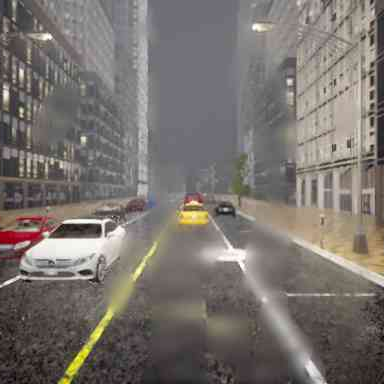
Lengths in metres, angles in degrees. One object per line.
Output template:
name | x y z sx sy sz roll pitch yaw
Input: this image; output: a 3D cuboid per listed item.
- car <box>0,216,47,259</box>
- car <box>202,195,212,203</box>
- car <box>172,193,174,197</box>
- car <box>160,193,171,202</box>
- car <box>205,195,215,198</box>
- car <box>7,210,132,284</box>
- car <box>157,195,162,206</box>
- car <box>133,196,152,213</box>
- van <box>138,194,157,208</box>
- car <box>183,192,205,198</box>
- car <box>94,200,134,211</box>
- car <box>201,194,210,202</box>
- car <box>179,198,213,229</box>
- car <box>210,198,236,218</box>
car | -5.671 1.532 11.767 1.802 1.307 4.206 0 0 0
car | 2.774 1.292 62.972 1.802 1.307 4.206 0 0 0
car | -5.592 1.220 74.382 1.947 1.339 4.313 0 0 0
car | -5.606 1.151 62.996 1.967 1.590 4.097 0 0 0
car | 2.761 1.206 51.588 1.967 1.590 4.097 0 0 0
car | -3.087 1.484 9.614 1.812 1.442 4.674 0 0 0
car | -5.628 1.376 45.922 1.802 1.307 4.206 0 0 0
car | -5.642 1.392 34.537 1.887 1.381 4.507 0 0 0
van | -5.634 1.162 40.229 1.690 1.788 3.998 0 0 0
car | 0.149 1.041 40.574 2.150 2.045 5.566 0 0 0
car | -5.657 1.450 23.153 2.008 1.369 4.403 0 0 0
car | 2.782 1.206 68.834 1.752 1.417 4.829 0 0 0
car | 0.127 1.364 20.901 1.801 1.575 5.366 0 0 0
car | 2.731 1.439 28.822 1.947 1.339 4.313 0 0 0
